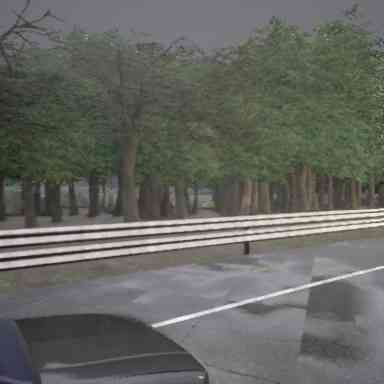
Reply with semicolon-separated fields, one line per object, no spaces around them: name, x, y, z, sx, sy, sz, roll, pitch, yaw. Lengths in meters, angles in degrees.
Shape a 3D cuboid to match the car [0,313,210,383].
car;-2.382;1.545;2.034;5.357;1.411;2.033;0;0;-35
